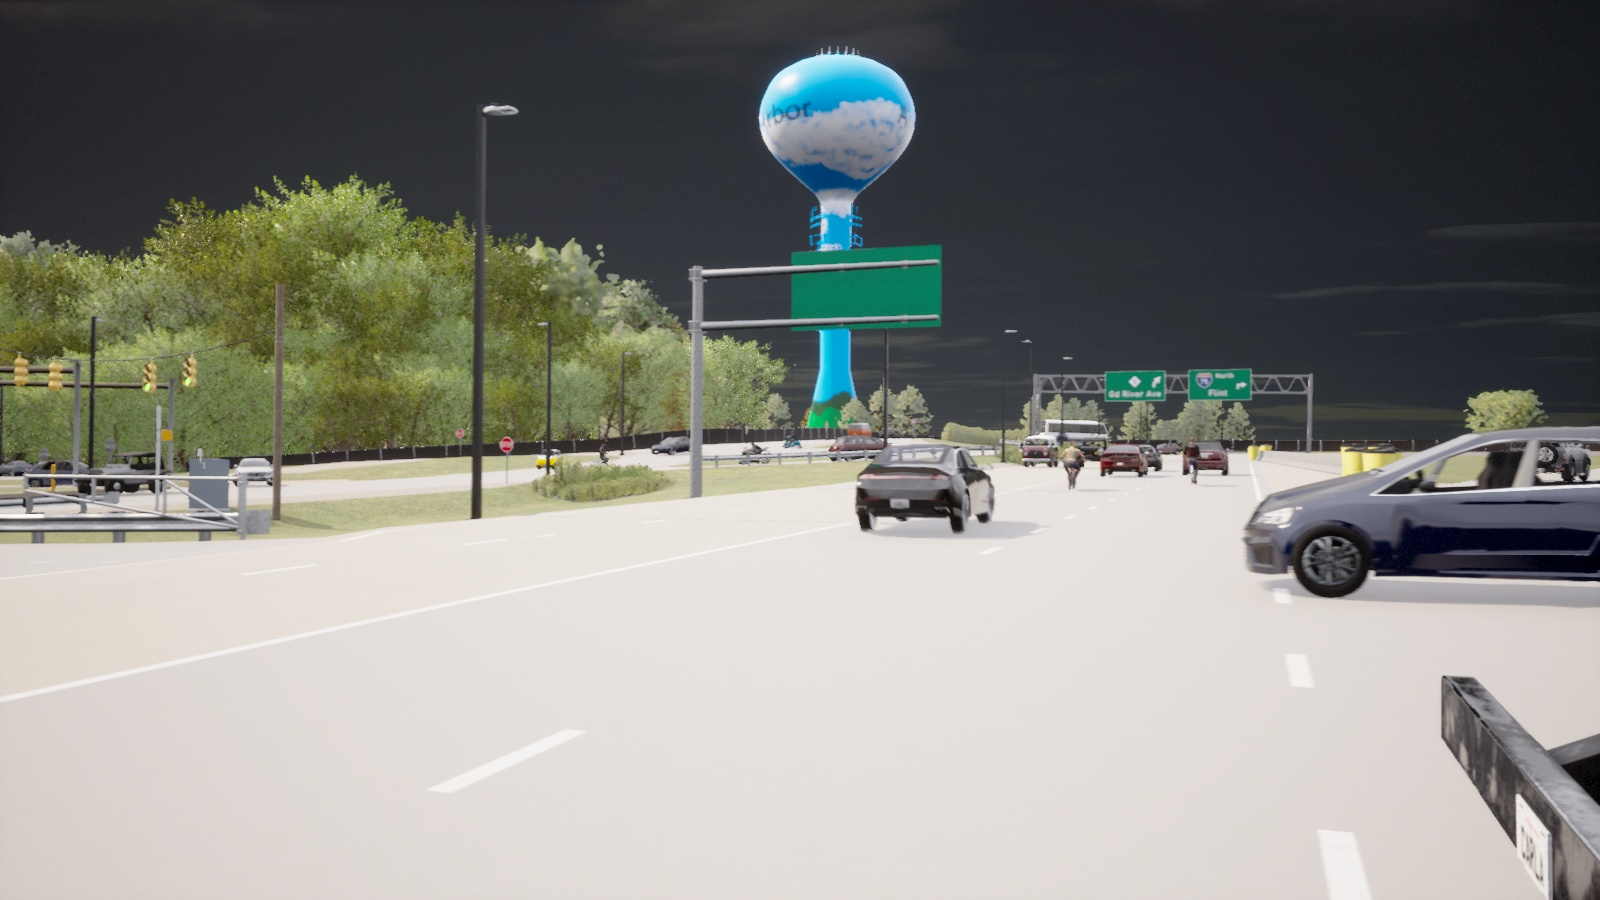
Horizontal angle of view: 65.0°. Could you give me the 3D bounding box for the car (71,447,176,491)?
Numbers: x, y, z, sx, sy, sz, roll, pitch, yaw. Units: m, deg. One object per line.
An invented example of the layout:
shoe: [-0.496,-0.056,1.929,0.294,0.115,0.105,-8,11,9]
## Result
car: [-30.183,0.820,56.170,1.905,1.878,3.866,1,1,19]

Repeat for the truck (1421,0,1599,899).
truck: [5.317,-0.149,1.426,7.936,3.462,2.891,0,1,19]

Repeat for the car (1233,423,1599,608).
car: [6.824,0.590,12.676,4.611,1.667,2.242,0,0,20]

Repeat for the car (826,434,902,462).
car: [4.250,-0.133,83.119,4.553,1.767,2.097,-2,1,-27]

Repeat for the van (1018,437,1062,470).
van: [15.332,0.215,80.089,2.069,2.038,4.480,1,0,20]

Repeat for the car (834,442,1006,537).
car: [2.308,0.623,22.734,2.128,1.511,4.902,1,0,17]

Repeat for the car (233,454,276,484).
car: [-28.595,0.963,65.776,1.812,1.442,4.674,0,0,-26]

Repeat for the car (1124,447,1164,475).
car: [19.284,0.594,70.331,1.816,1.474,4.193,1,0,20]

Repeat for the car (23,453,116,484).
car: [-40.179,1.040,69.158,3.988,1.617,1.851,-1,-1,-6]

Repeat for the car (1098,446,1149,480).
car: [15.195,0.580,58.844,1.882,1.535,5.008,1,0,20]

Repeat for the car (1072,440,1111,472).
car: [17.818,0.329,76.638,1.905,1.878,3.866,1,0,20]

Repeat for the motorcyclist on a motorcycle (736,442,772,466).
motorcyclist on a motorcycle: [-3.056,0.253,84.111,2.191,1.530,0.866,-2,0,-21]

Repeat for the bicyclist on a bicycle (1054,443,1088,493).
bicyclist on a bicycle: [8.888,0.568,41.145,0.866,1.612,1.509,1,0,20]

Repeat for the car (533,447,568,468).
car: [-17.360,0.532,87.476,1.481,1.376,2.207,0,2,17]

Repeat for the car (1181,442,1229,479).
car: [20.004,0.487,61.913,2.097,1.767,4.553,1,0,20]
